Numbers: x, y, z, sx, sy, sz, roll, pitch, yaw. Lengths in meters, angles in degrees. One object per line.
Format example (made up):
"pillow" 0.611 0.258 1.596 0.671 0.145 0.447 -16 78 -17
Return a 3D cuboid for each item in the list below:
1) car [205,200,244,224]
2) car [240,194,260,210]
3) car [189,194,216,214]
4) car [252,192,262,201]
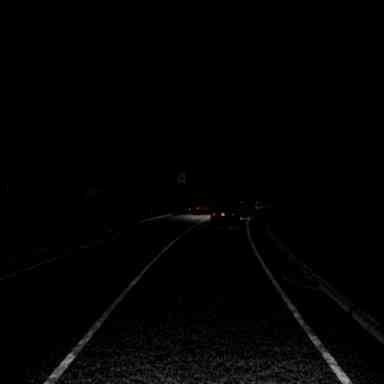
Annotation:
"car" 2.527 1.548 24.672 2.033 1.411 5.357 -1 0 10
"car" 6.954 1.454 42.158 2.128 1.511 4.902 -2 0 17
"car" 1.282 1.292 36.125 2.150 2.045 5.566 -1 0 15
"car" 14.277 1.136 74.539 2.150 2.045 5.566 -2 0 19
